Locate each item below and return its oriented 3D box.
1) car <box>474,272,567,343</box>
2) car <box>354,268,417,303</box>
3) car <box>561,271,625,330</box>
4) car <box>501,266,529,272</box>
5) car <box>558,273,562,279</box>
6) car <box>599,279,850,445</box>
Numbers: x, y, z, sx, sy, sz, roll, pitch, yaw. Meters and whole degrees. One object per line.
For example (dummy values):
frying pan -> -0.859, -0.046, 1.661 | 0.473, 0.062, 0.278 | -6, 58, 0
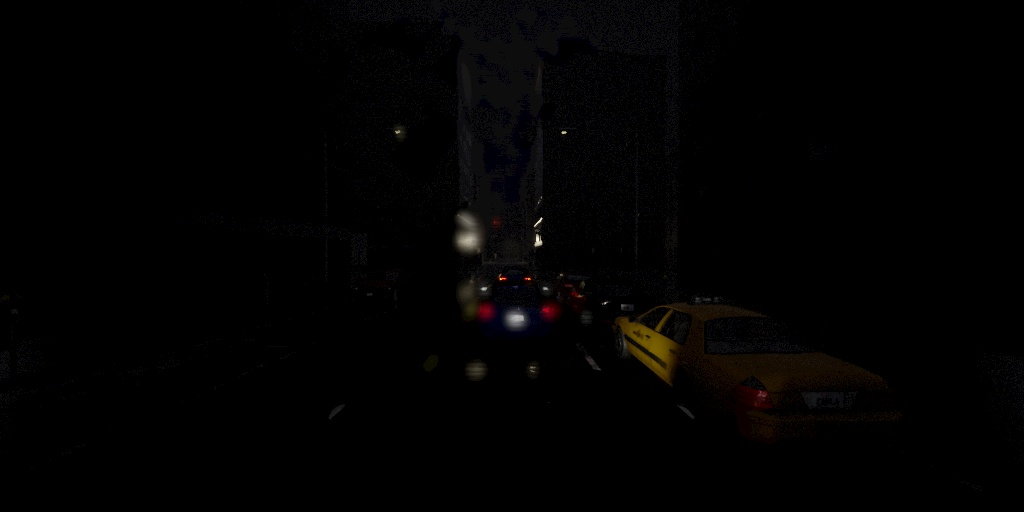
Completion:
car -> 0.101, 1.312, 9.649 | 1.994, 1.385, 4.181 | 0, 0, 0
car -> -5.669, 1.290, 16.549 | 1.888, 1.381, 4.507 | 0, 0, 0
car -> 2.875, 1.313, 10.965 | 1.948, 1.339, 4.313 | 0, 0, 0
car -> 0.104, 1.270, 19.664 | 1.812, 1.442, 4.674 | 0, 0, -2
car -> 2.876, 1.327, 16.551 | 1.802, 1.307, 4.207 | 0, 0, 0
car -> 2.874, 1.274, 5.549 | 1.751, 1.417, 4.829 | 0, 0, 0
